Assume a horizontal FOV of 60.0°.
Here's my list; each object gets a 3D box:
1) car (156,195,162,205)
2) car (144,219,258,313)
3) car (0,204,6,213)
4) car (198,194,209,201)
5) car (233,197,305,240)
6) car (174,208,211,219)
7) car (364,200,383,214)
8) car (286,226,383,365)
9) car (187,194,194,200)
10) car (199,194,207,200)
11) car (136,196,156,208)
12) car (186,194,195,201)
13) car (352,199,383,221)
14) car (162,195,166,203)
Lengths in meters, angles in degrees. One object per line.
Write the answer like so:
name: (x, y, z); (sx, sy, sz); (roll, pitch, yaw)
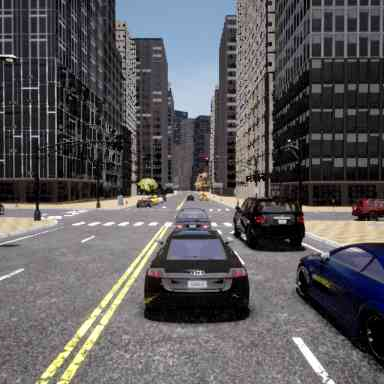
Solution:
car: (-6.835, 1.433, 57.082); (1.882, 1.535, 5.008); (0, 0, 0)
car: (0.068, 1.560, 7.756); (1.994, 1.385, 4.181); (0, 0, -1)
car: (-19.939, 1.345, 30.916); (4.892, 1.490, 1.837); (1, 1, 1)
car: (2.903, 1.396, 78.624); (1.882, 1.535, 5.008); (0, 0, 0)
car: (3.308, 1.213, 15.207); (2.150, 2.045, 5.566); (0, 0, -2)
car: (0.025, 1.538, 16.978); (2.033, 1.411, 5.357); (0, 0, 0)
car: (21.650, 1.643, 36.204); (4.829, 1.417, 1.752); (1, 0, 1)
car: (3.334, 1.561, 5.786); (1.994, 1.385, 4.181); (0, 0, -1)
car: (-0.395, 1.387, 89.445); (1.882, 1.535, 5.008); (0, 0, 0)
car: (2.857, 1.243, 89.041); (1.837, 1.490, 4.892); (0, 0, 0)
car: (-6.803, 1.530, 48.153); (1.994, 1.385, 4.181); (0, 0, 0)
car: (-0.351, 1.426, 79.386); (1.837, 1.490, 4.892); (0, 0, 0)
car: (16.078, 1.520, 27.892); (5.009, 1.841, 2.192); (1, 0, 1)
car: (-6.824, 1.469, 66.530); (1.812, 1.442, 4.674); (0, 0, 0)
